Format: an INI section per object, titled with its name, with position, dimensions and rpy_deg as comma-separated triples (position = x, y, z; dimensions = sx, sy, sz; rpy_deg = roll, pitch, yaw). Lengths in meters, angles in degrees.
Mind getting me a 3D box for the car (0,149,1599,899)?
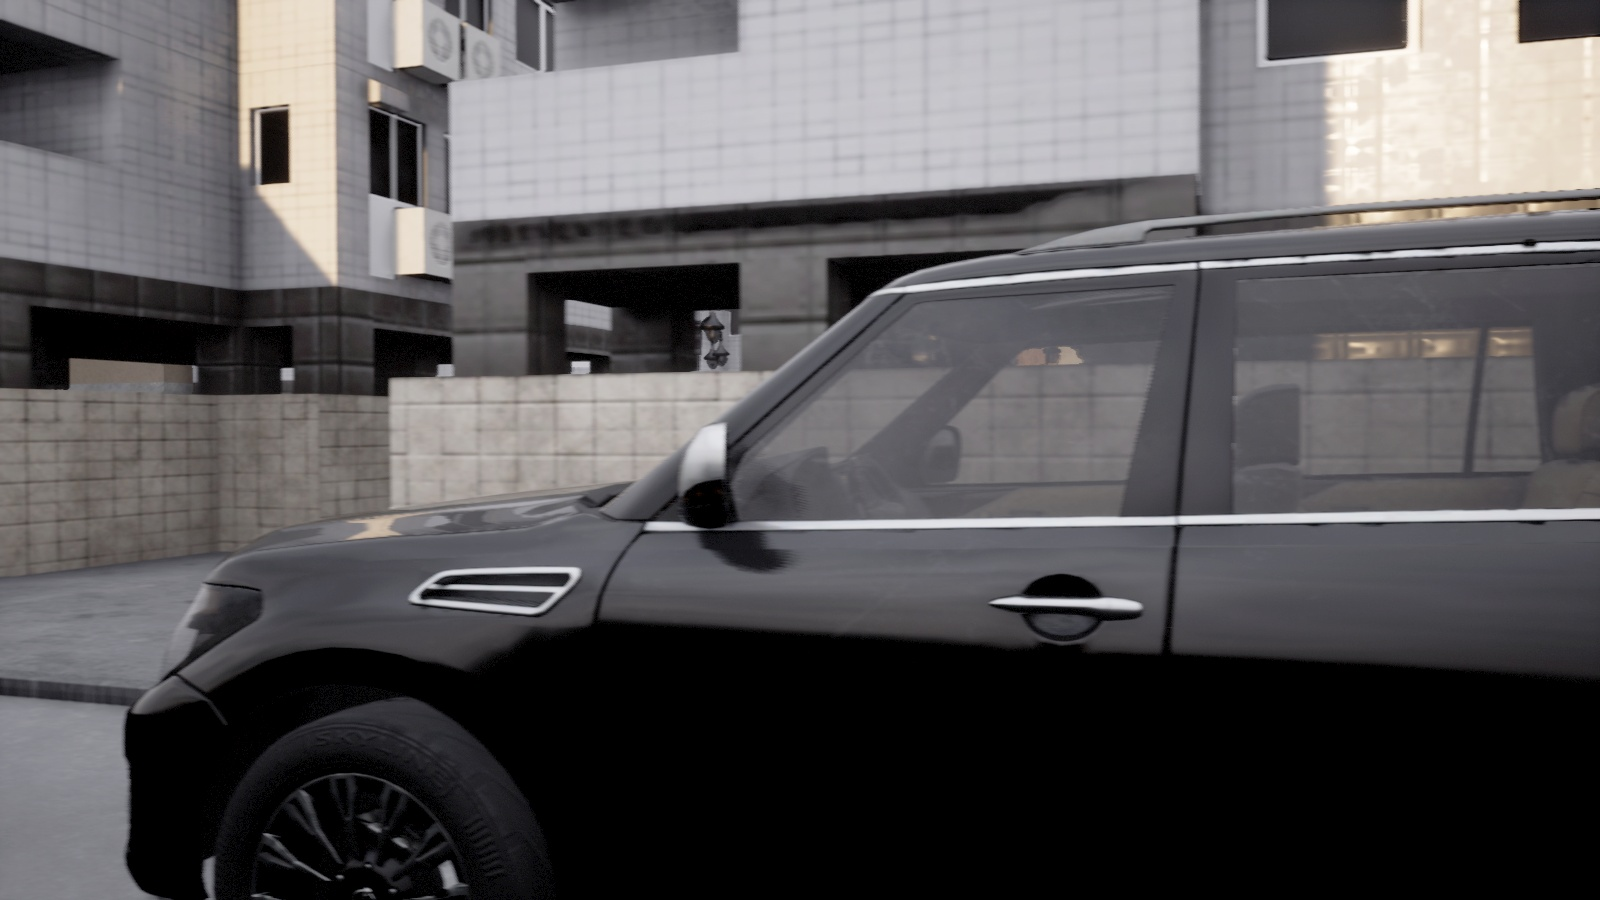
[car]
position = 0.886, 0.493, 3.420
dimensions = 5.566, 2.045, 2.150
rpy_deg = 0, 1, 18
